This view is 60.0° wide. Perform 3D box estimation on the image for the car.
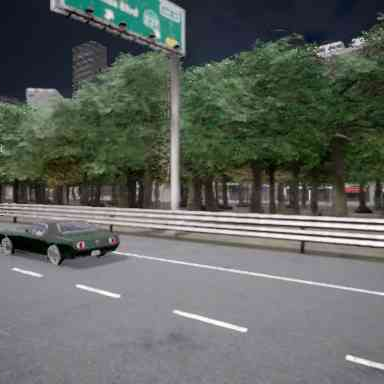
[{"bbox_3d":[-4.783,1.602,11.590,4.718,1.301,1.895,0,0,36],"label":"car"}]
